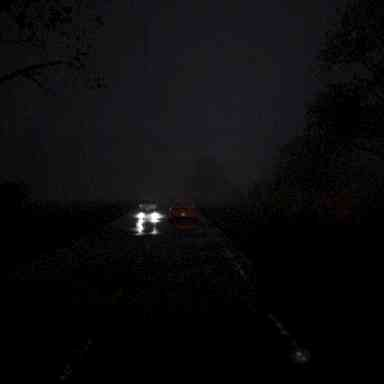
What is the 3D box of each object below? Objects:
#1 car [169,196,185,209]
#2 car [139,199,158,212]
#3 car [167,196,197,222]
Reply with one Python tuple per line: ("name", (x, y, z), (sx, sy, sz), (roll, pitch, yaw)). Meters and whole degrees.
("car", (-1.981, 1.273, 41.813), (1.812, 1.442, 4.674), (0, 0, -5))
("car", (-4.518, 1.394, 34.962), (1.895, 1.301, 4.718), (0, 0, -5))
("car", (-0.723, 1.325, 24.875), (1.882, 1.535, 5.008), (0, 1, -3))
